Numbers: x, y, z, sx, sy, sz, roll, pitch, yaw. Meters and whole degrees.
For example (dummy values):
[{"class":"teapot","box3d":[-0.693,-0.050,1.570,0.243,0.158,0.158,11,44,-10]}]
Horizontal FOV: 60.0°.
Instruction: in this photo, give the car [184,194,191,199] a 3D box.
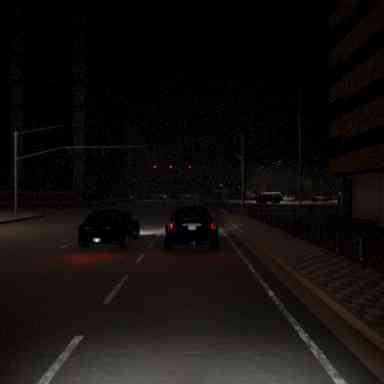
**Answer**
[{"class":"car","box3d":[-1.180,1.535,86.603,1.895,1.301,4.718,0,0,-1]}]

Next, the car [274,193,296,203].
[{"class":"car","box3d":[20.782,1.449,73.212,3.806,1.475,1.970,0,0,0]}]

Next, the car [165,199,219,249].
[{"class":"car","box3d":[0.000,1.364,14.620,2.097,1.767,4.553,0,0,0]}]

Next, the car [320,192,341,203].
[{"class":"car","box3d":[35.732,1.207,84.424,4.605,1.855,1.932,0,0,0]}]

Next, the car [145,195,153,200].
[{"class":"car","box3d":[-11.738,1.522,91.151,2.033,1.411,5.357,0,0,-1]}]

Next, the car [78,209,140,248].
[{"class":"car","box3d":[-3.500,1.514,14.650,1.837,1.490,4.892,0,0,0]}]

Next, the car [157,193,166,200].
[{"class":"car","box3d":[-8.238,1.207,91.165,2.150,2.045,5.566,0,0,-1]}]

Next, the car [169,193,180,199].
[{"class":"car","box3d":[-4.676,1.150,86.237,2.150,2.045,5.566,0,0,-1]}]

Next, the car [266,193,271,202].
[{"class":"car","box3d":[20.702,1.207,78.790,4.605,1.855,1.932,0,0,0]}]

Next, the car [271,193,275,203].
[{"class":"car","box3d":[20.767,1.418,76.107,3.905,1.438,1.784,0,0,0]}]
